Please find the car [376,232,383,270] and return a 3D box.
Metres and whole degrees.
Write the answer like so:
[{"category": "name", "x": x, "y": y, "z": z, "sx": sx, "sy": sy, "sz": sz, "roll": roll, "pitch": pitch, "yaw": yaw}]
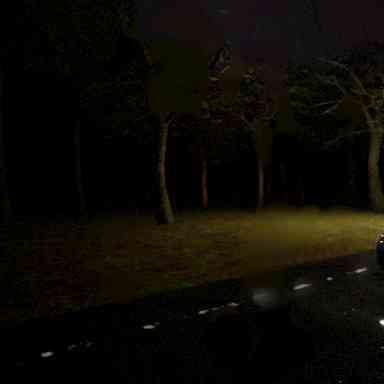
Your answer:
[{"category": "car", "x": 7.412, "y": 1.196, "z": 9.279, "sx": 5.566, "sy": 2.045, "sz": 2.150, "roll": 0, "pitch": 0, "yaw": -35}]
